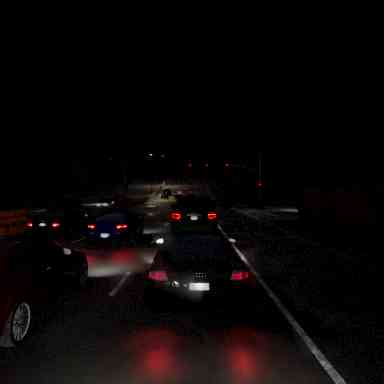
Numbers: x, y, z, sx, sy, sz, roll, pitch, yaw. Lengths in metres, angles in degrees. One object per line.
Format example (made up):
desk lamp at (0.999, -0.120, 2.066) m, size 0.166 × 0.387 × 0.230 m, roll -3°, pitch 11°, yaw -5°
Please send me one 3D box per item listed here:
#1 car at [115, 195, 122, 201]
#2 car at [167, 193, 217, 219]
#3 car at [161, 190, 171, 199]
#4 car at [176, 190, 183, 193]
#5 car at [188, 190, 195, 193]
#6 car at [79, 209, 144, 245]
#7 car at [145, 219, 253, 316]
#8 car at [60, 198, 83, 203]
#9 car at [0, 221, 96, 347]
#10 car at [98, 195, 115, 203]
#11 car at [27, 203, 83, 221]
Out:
car at (-17.589, 1.412, 78.127) m, size 1.837 × 1.490 × 4.892 m, roll 0°, pitch 1°, yaw 0°
car at (0.093, 1.221, 17.016) m, size 2.150 × 2.045 × 5.566 m, roll 0°, pitch 0°, yaw 0°
car at (-7.142, 1.070, 87.093) m, size 1.812 × 1.442 × 4.674 m, roll 0°, pitch 3°, yaw 0°
car at (-3.642, 1.070, 87.113) m, size 1.812 × 1.442 × 4.674 m, roll 0°, pitch 3°, yaw 0°
car at (-0.145, 1.000, 87.522) m, size 1.882 × 1.535 × 5.008 m, roll 0°, pitch 3°, yaw 0°
car at (-3.407, 1.526, 15.299) m, size 1.812 × 1.442 × 4.674 m, roll 0°, pitch 0°, yaw 0°
car at (0.103, 1.564, 7.612) m, size 1.994 × 1.385 × 4.181 m, roll 0°, pitch 0°, yaw -1°
car at (-17.617, 1.601, 48.691) m, size 1.895 × 1.301 × 4.718 m, roll 0°, pitch 0°, yaw 0°
car at (-3.408, 1.526, 6.170) m, size 1.812 × 1.442 × 4.674 m, roll 0°, pitch 0°, yaw 0°
car at (-17.531, 1.601, 67.237) m, size 1.895 × 1.301 × 4.718 m, roll 0°, pitch 0°, yaw 0°
car at (-6.898, 1.547, 17.751) m, size 2.033 × 1.411 × 5.357 m, roll 0°, pitch 0°, yaw -1°
